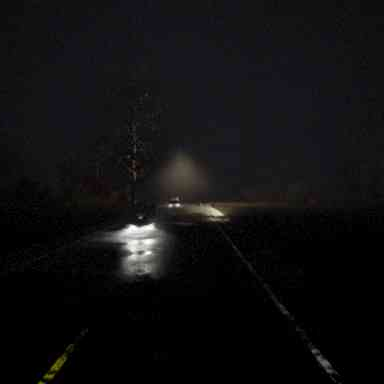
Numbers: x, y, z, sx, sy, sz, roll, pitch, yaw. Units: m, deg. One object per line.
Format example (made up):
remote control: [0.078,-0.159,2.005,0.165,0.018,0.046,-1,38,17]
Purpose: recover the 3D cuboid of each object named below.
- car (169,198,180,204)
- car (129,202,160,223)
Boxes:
car: [-3.495,1.772,66.376,1.895,1.301,4.718,0,0,0]
car: [-3.596,1.545,25.751,2.128,1.511,4.902,0,0,0]
